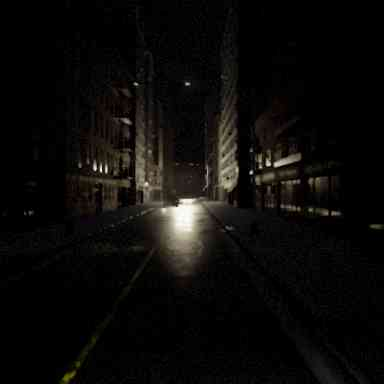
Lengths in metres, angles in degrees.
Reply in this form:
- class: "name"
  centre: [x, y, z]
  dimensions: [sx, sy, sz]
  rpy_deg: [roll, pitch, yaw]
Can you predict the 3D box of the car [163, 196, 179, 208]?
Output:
- class: "car"
  centre: [-2.992, 1.340, 47.878]
  dimensions: [2.097, 1.767, 4.553]
  rpy_deg: [0, 0, 0]
